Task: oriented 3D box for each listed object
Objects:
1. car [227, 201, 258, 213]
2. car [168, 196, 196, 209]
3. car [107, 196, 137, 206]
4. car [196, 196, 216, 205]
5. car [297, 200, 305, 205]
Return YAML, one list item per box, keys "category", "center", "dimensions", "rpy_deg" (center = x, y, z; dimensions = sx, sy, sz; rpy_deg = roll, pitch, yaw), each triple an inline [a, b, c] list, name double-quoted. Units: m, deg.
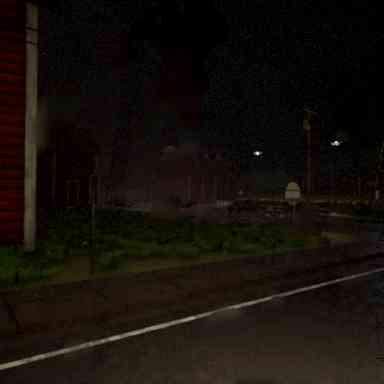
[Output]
- category: "car"
  center: [6.461, 1.832, 42.208]
  dimensions: [4.193, 1.474, 1.816]
  rpy_deg: [1, 0, -36]
- category: "car"
  center: [-1.958, 1.631, 52.754]
  dimensions: [3.866, 1.878, 1.905]
  rpy_deg: [1, 0, -36]
- category: "car"
  center: [-11.052, 1.726, 52.263]
  dimensions: [2.128, 1.511, 4.902]
  rpy_deg: [1, -1, -36]
- category: "car"
  center: [2.719, 1.773, 68.804]
  dimensions: [4.605, 1.855, 1.932]
  rpy_deg: [1, 0, -36]
- category: "car"
  center: [16.138, 1.989, 50.768]
  dimensions: [3.905, 1.438, 1.784]
  rpy_deg: [1, 0, -36]
